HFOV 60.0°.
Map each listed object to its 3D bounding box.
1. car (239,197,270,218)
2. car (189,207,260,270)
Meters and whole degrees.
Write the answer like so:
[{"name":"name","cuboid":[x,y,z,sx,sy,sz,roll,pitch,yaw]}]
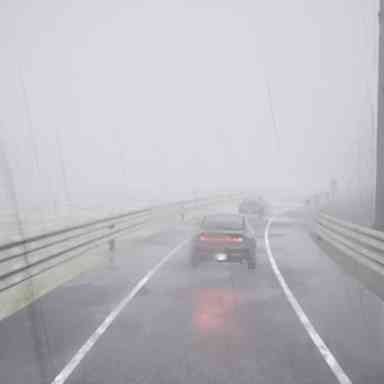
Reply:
[{"name":"car","cuboid":[4.877,1.108,25.855,2.128,1.511,4.902,1,2,20]},{"name":"car","cuboid":[1.092,1.414,10.822,1.837,1.490,4.892,1,0,9]}]
